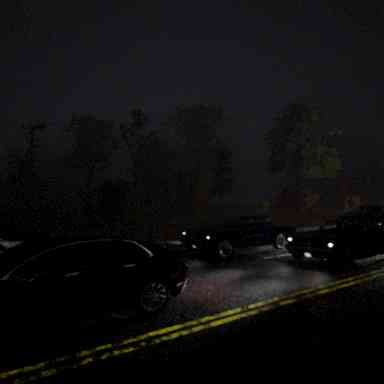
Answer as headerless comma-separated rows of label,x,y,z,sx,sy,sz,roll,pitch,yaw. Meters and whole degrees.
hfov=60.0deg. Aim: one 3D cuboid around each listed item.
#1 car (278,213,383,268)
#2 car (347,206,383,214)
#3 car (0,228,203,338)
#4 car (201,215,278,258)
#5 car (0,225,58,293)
car,5.357,1.618,11.451,4.718,1.301,1.895,0,0,-35
car,10.154,1.530,18.795,4.902,1.511,2.128,0,0,-35
car,-2.350,1.508,5.984,4.892,1.490,1.837,0,0,-35
car,1.879,1.615,12.972,4.718,1.301,1.895,0,0,-35
car,-5.762,1.602,7.549,4.718,1.301,1.895,0,0,-35
